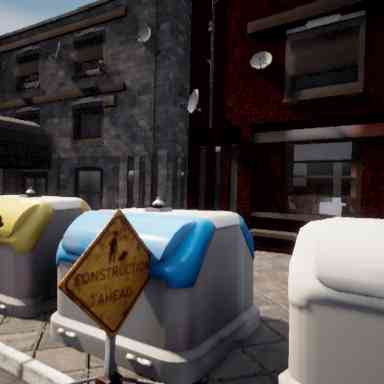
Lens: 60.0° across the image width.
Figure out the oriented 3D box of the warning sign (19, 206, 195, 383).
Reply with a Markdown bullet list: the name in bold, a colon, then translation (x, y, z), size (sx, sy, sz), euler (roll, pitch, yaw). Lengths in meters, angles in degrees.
- **warning sign**: translation (-0.818, 1.111, 3.421), size (1.060, 1.860, 1.300), euler (2, -1, 35)
